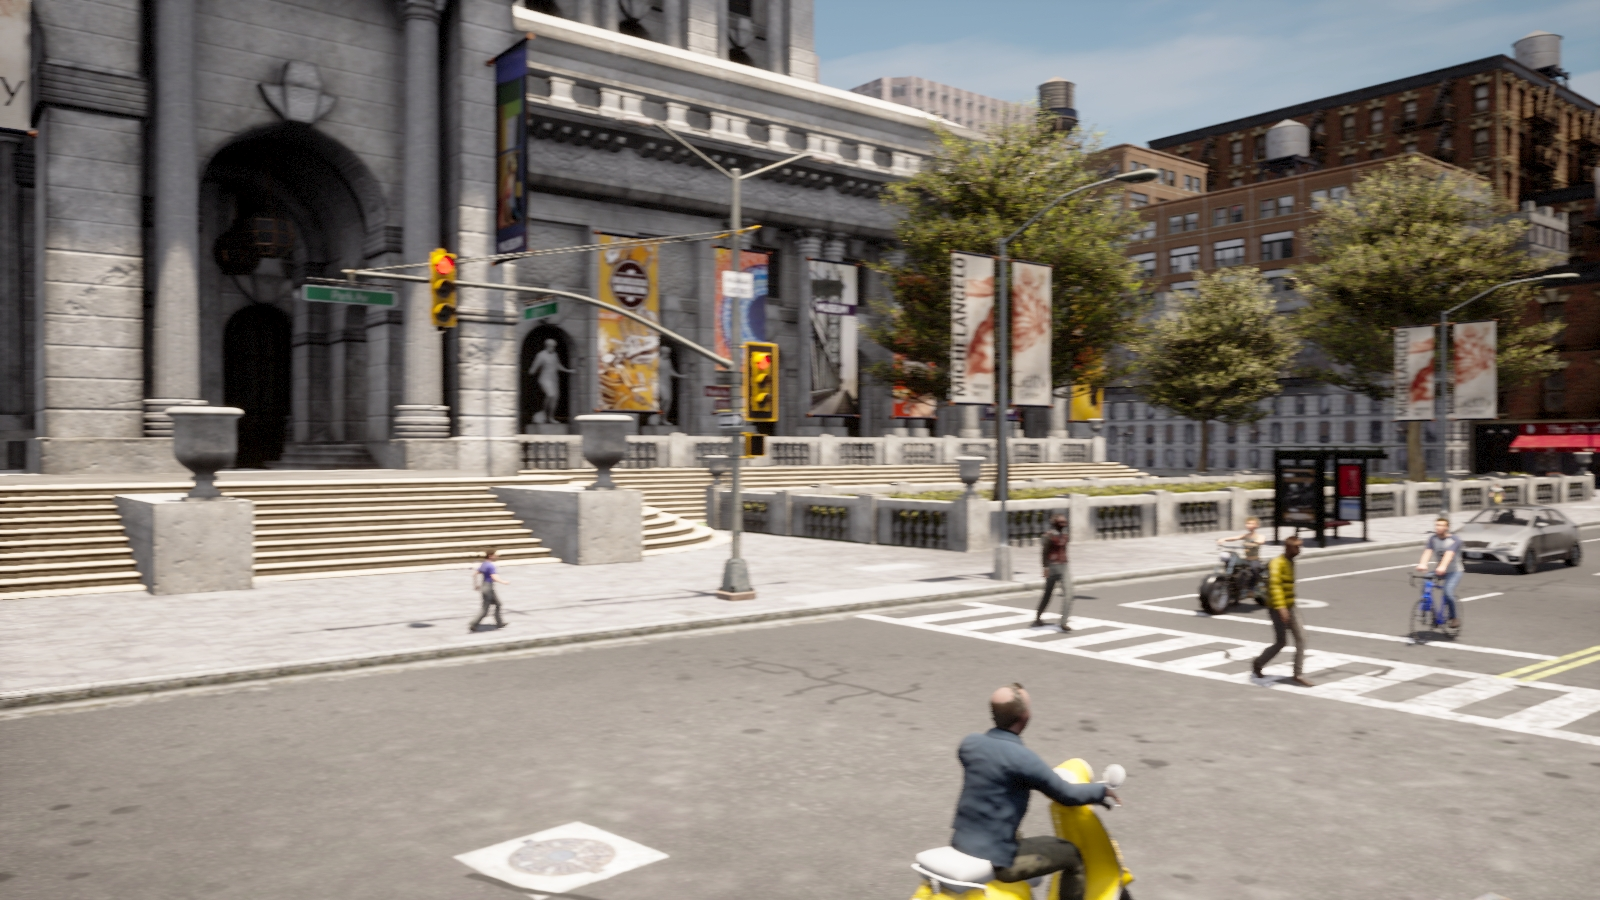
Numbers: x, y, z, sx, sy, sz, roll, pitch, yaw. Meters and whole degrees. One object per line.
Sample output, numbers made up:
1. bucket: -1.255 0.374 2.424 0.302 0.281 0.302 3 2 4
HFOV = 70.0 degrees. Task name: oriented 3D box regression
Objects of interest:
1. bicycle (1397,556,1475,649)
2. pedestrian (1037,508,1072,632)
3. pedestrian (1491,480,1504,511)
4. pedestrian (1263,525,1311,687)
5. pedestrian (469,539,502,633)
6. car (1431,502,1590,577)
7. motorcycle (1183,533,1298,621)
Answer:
1. bicycle: 9.251 2.188 16.588 1.643 1.196 0.373 1 -1 -38
2. pedestrian: 3.933 1.838 17.638 0.375 1.860 0.375 0 0 -23
3. pedestrian: 29.533 1.924 48.352 0.375 1.300 0.375 0 0 -41
4. pedestrian: 5.799 1.837 13.609 0.375 1.860 0.375 0 0 -31
5. pedestrian: -4.586 1.975 16.665 0.375 1.300 0.375 0 0 -32
6. car: 16.741 2.037 26.851 4.193 1.474 1.816 0 0 -38
7. motorcycle: 7.639 2.154 19.757 2.356 1.277 0.764 0 0 -38
